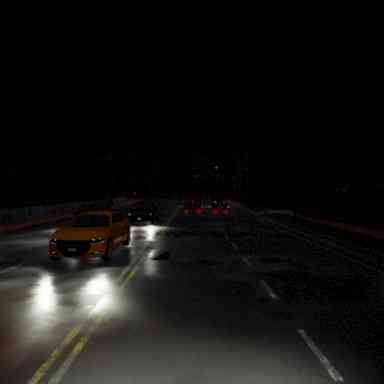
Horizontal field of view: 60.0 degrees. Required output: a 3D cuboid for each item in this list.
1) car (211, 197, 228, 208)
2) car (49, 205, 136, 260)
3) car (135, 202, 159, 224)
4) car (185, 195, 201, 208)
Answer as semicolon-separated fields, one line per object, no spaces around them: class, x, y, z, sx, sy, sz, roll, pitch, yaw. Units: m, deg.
car;3.600;1.419;44.882;1.812;1.442;4.674;0;0;0
car;-3.574;1.448;12.441;1.882;1.535;5.008;0;0;0
car;-3.498;1.495;24.443;1.812;1.442;4.674;0;0;0
car;0.099;1.247;45.005;2.097;1.767;4.553;0;0;0
